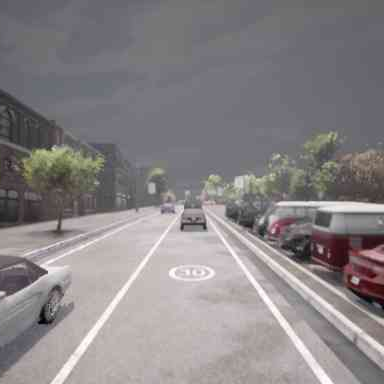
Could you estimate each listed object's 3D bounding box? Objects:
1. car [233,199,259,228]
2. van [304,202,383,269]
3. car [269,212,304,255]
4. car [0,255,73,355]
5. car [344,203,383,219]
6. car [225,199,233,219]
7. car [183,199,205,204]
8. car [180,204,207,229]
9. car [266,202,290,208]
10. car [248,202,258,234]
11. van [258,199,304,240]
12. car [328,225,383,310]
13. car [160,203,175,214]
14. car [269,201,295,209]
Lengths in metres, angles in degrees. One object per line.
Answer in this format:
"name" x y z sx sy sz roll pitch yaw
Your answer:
"car" 5.621 1.473 20.415 5.566 2.045 2.435 0 -1 0
"van" 5.718 1.356 9.204 4.442 1.987 1.878 0 -1 0
"car" 5.592 1.618 12.004 4.892 1.521 2.231 0 -1 0
"car" -3.351 1.657 4.524 1.895 1.301 4.718 0 -1 0
"car" 18.671 1.955 34.377 5.008 1.535 2.097 0 -1 0
"car" 5.622 1.602 28.825 5.566 2.045 2.435 0 -1 0
"car" 0.094 1.851 40.832 2.150 2.045 5.566 0 -1 0
"car" 0.098 1.854 24.256 2.033 1.411 5.357 0 -1 0
"car" 18.698 2.829 72.550 4.674 1.452 2.002 0 -1 0
"car" 5.562 1.561 17.613 4.553 1.767 2.185 0 -1 0
"van" 5.479 1.426 14.810 4.442 1.987 1.878 0 -1 0
"car" 5.600 1.547 6.398 5.008 1.535 2.097 0 -1 0
"car" -3.342 2.286 46.643 1.812 1.442 4.674 0 -1 0
"car" 18.693 2.718 69.276 4.892 1.521 2.231 0 -1 0
